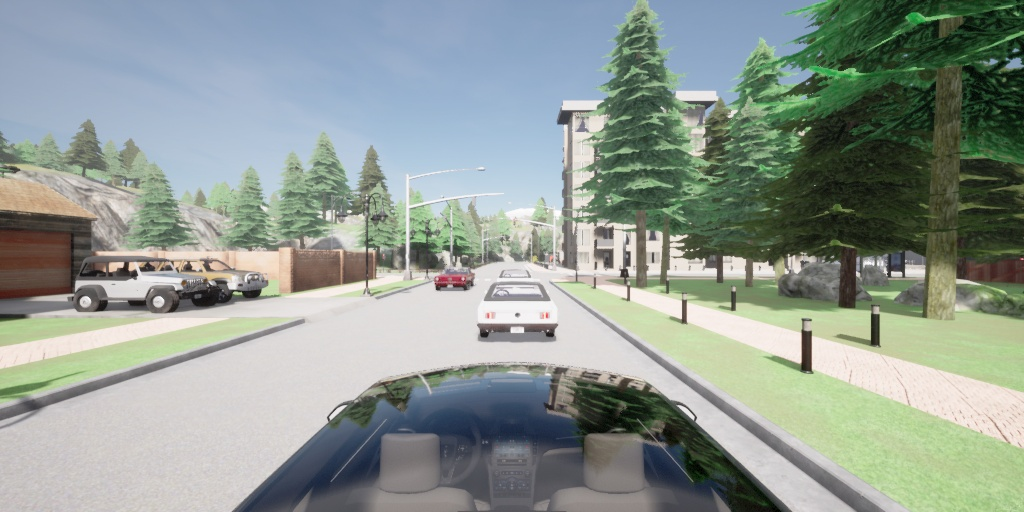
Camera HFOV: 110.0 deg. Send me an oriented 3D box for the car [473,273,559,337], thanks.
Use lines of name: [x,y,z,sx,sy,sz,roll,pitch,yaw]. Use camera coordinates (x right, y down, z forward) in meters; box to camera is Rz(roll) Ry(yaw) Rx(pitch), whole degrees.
car: [0.134,1.351,10.192,1.895,1.301,4.718,0,0,0]

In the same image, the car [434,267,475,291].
car: [-3.423,1.350,22.019,1.895,1.301,4.718,0,0,0]

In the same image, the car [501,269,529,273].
car: [0.167,1.351,19.359,1.895,1.301,4.718,0,0,0]
